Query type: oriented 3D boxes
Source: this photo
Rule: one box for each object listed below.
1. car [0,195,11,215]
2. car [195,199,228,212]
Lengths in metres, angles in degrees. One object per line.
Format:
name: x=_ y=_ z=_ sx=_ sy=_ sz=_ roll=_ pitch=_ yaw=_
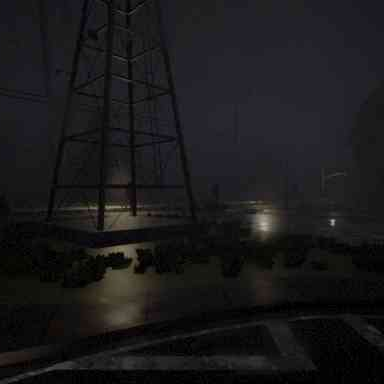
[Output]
car: x=-16.954 y=1.223 z=25.403 sx=5.566 sy=2.045 sz=2.150 roll=0 pitch=0 yaw=-44
car: x=2.332 y=1.564 z=39.071 sx=4.181 sy=1.385 sz=1.994 roll=0 pitch=0 yaw=-44
